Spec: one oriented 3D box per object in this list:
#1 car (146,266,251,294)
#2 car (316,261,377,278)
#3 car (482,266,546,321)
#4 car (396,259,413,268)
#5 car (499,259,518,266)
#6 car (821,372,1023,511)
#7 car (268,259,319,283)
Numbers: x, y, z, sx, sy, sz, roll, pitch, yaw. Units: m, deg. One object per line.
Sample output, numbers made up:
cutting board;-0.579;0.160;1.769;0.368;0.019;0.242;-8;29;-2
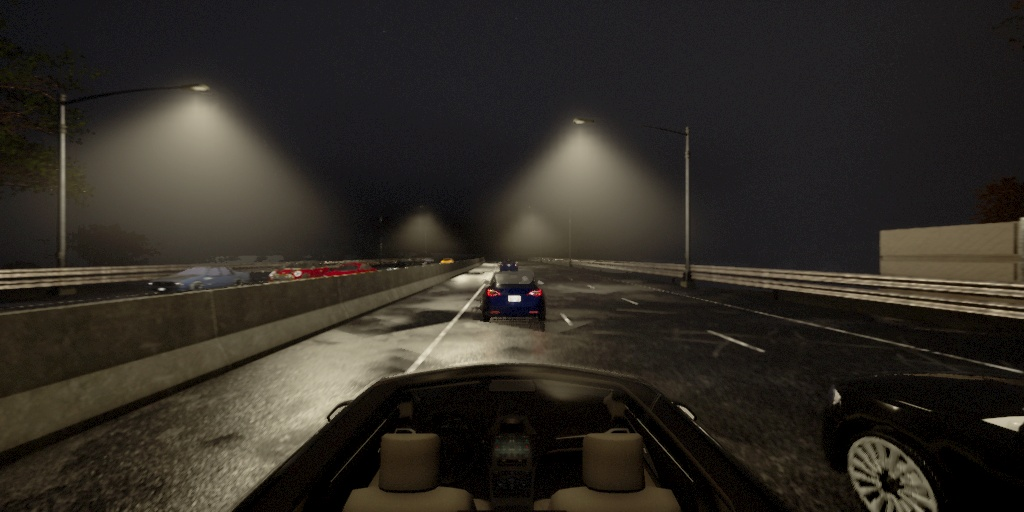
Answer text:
car;-17.717;1.299;20.756;2.033;1.411;5.357;0;0;-1
car;-10.759;1.225;24.172;1.882;1.535;5.008;0;0;-1
car;0.055;1.252;12.498;2.163;1.488;4.792;0;0;0
car;-18.585;1.199;62.192;1.882;1.535;5.008;0;0;-1
car;-0.383;1.088;42.026;2.097;1.767;4.553;0;0;-1
car;3.591;1.240;1.092;2.128;1.511;4.902;0;0;0
car;-14.262;1.102;24.382;2.097;1.767;4.553;0;0;-1
